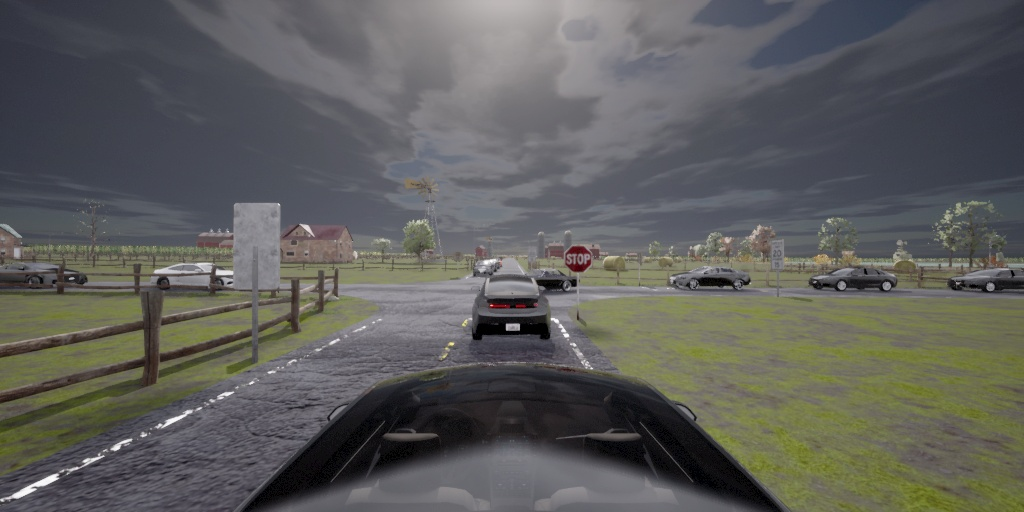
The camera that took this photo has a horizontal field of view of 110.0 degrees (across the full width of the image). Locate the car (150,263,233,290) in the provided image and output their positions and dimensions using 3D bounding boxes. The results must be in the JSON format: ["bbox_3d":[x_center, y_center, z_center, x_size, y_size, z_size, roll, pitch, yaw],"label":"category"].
[{"bbox_3d":[-17.252,1.104,19.939,4.674,1.442,1.812,1,-1,-1],"label":"car"}]

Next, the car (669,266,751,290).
[{"bbox_3d":[12.788,1.397,23.273,4.902,1.511,2.128,1,-1,-2],"label":"car"}]

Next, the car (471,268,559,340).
[{"bbox_3d":[-0.078,1.256,9.992,1.837,1.490,4.892,0,0,-2],"label":"car"}]

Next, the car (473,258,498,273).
[{"bbox_3d":[-2.877,1.243,36.677,2.128,1.511,4.902,0,0,0],"label":"car"}]

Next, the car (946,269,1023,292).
[{"bbox_3d":[31.692,1.587,23.575,4.892,1.490,1.837,1,-1,-1],"label":"car"}]

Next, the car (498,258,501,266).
[{"bbox_3d":[-2.874,1.242,46.123,2.128,1.511,4.902,0,0,0],"label":"car"}]

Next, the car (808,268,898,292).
[{"bbox_3d":[22.189,1.499,23.449,4.892,1.490,1.837,1,-1,-1],"label":"car"}]

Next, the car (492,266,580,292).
[{"bbox_3d":[1.491,1.369,20.039,4.718,1.301,1.895,1,0,-35],"label":"car"}]

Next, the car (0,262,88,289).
[{"bbox_3d":[-26.372,1.048,19.813,4.181,1.385,1.994,1,-1,-1],"label":"car"}]
